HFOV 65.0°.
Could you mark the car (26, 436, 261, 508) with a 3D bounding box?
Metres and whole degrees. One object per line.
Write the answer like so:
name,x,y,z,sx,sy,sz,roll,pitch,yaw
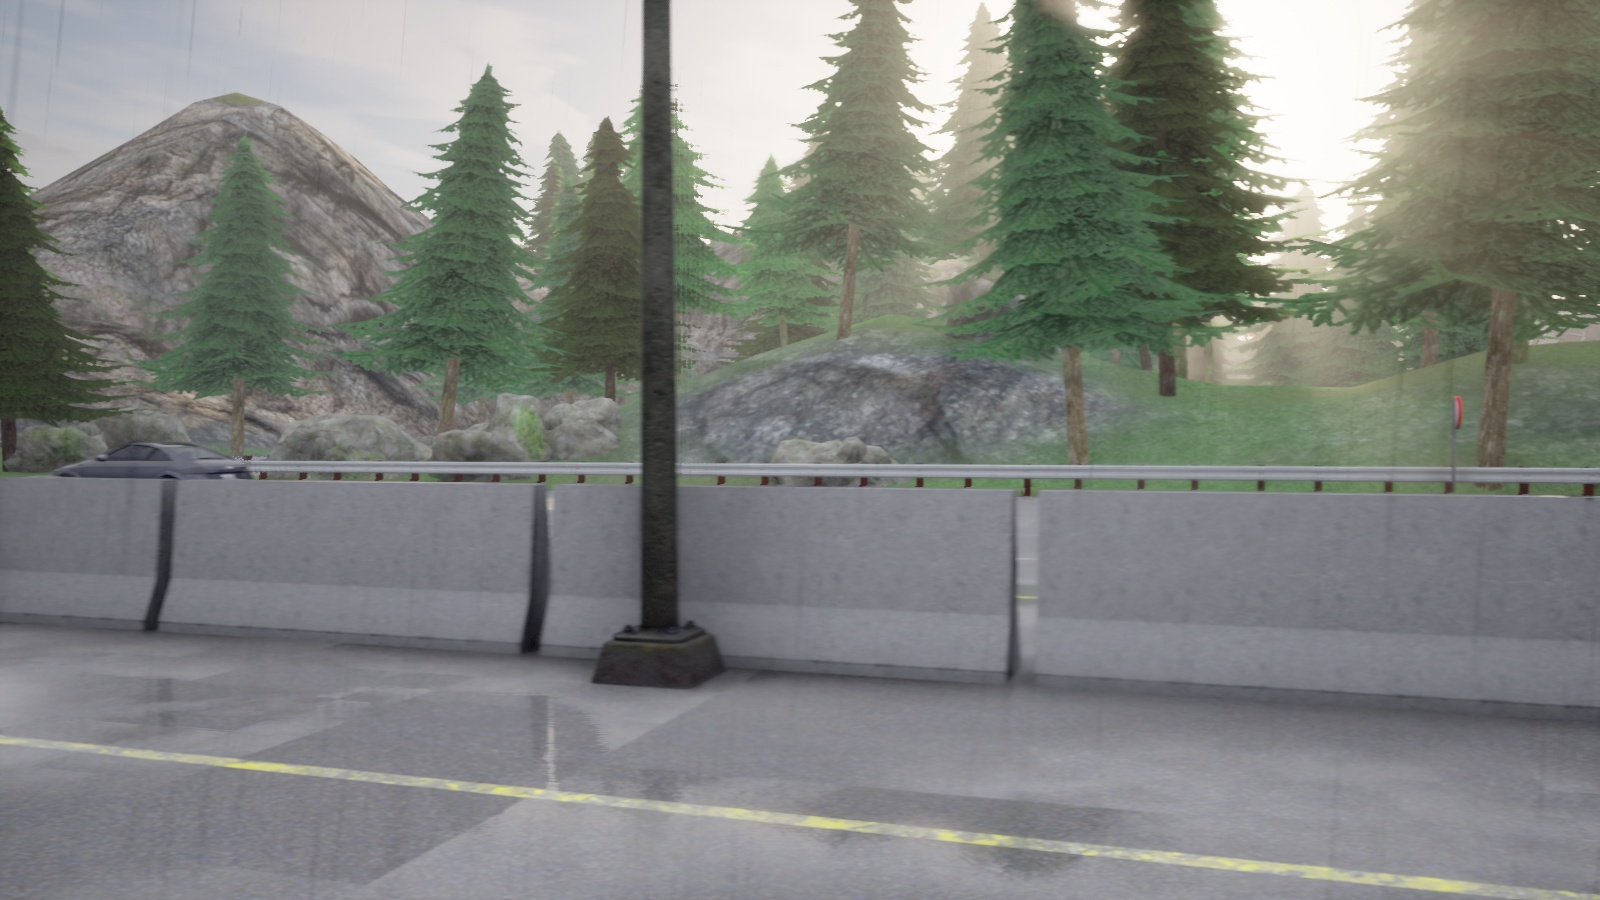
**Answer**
car,-13.704,0.415,26.264,4.181,1.385,1.994,1,1,19
